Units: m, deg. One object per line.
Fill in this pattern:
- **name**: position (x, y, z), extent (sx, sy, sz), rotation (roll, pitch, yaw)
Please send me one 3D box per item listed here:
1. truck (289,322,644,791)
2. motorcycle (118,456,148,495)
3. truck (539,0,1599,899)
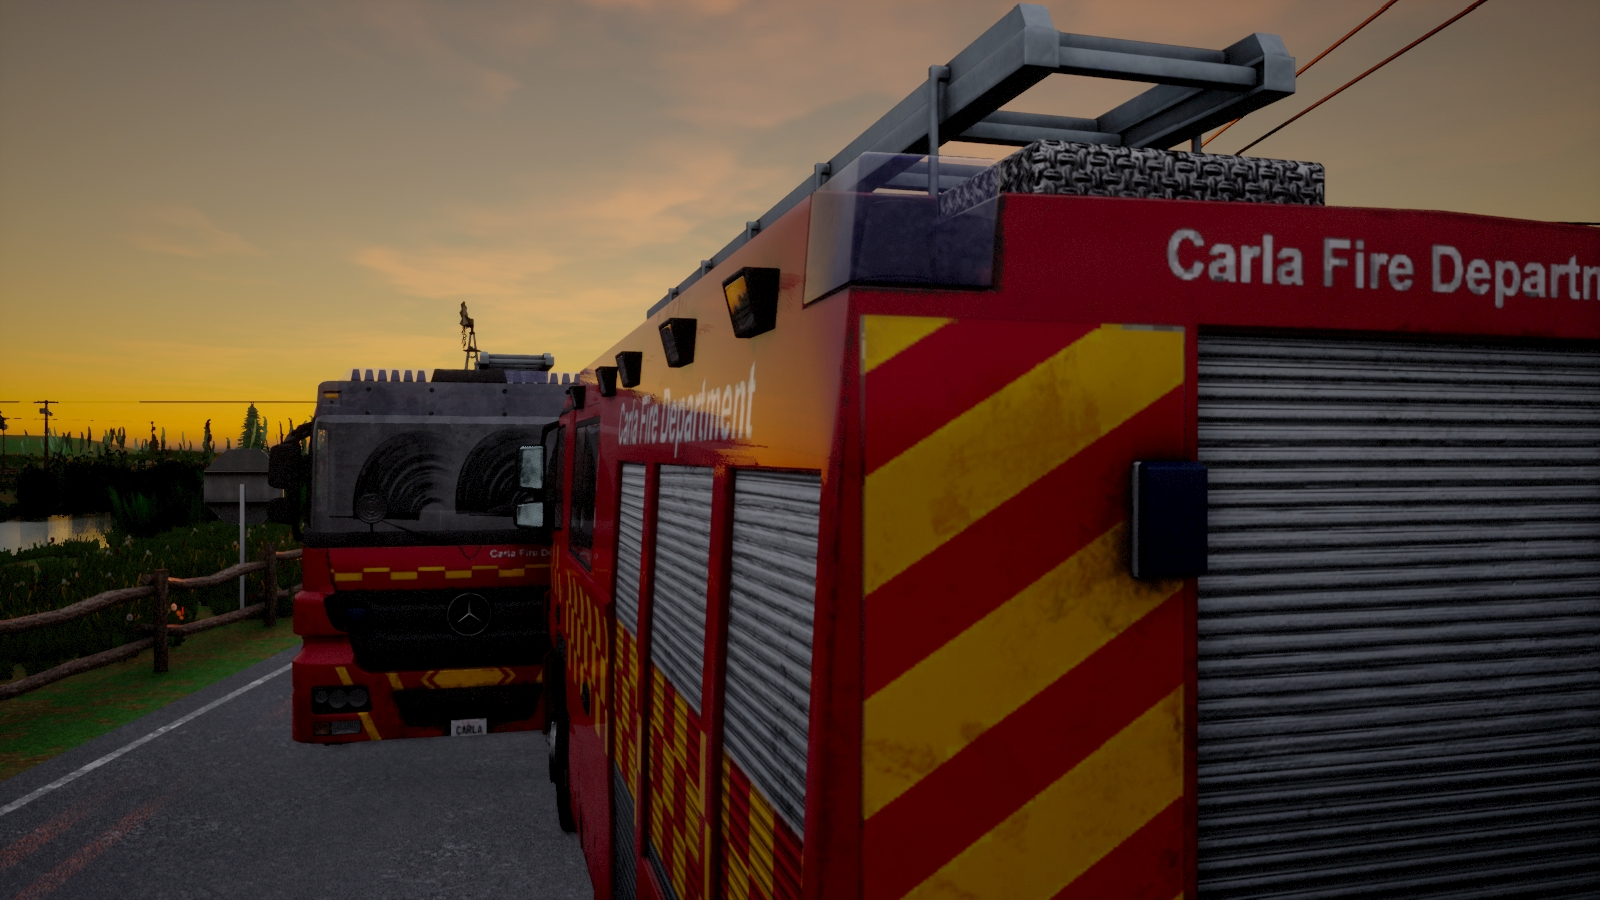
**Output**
- **truck**: position (-3.938, 0.862, 13.792), extent (2.891, 3.827, 8.468), rotation (0, 0, -16)
- **motorcycle**: position (-41.468, 1.577, 71.039), extent (0.803, 2.348, 2.033), rotation (0, 0, -4)
- **truck**: position (0.142, 0.867, 6.871), extent (2.891, 3.827, 8.468), rotation (0, 0, -16)
